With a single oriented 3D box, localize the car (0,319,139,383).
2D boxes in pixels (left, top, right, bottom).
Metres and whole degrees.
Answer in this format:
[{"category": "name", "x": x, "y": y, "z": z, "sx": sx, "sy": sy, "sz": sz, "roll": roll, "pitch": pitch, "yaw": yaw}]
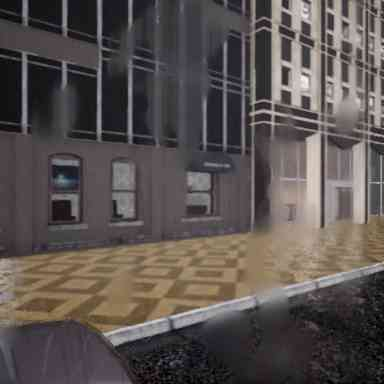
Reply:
[{"category": "car", "x": -2.772, "y": 1.545, "z": 1.404, "sx": 5.357, "sy": 1.411, "sz": 2.033, "roll": 0, "pitch": 0, "yaw": -36}]
